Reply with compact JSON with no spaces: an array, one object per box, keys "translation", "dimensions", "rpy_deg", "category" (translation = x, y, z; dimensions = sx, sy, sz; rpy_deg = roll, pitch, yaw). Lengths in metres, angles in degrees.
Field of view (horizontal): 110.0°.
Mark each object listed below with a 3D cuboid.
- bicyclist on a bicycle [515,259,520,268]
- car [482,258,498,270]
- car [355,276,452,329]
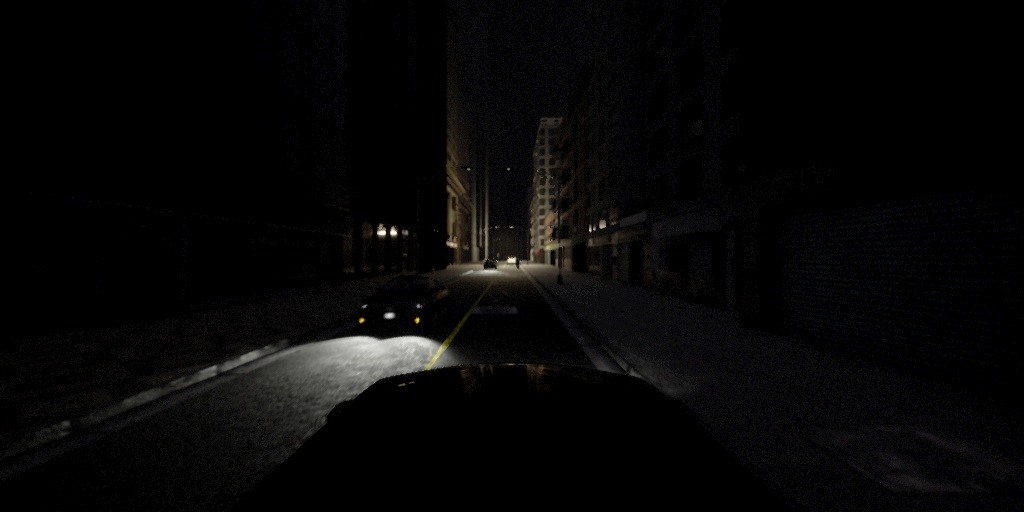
[{"translation":[0.814,1.197,49.576],"dimensions":[0.582,1.620,1.656],"rpy_deg":[0,0,0],"category":"bicyclist on a bicycle"},{"translation":[-3.085,1.234,51.615],"dimensions":[2.128,1.511,4.902],"rpy_deg":[0,0,0],"category":"car"},{"translation":[-3.102,1.316,11.057],"dimensions":[1.994,1.385,4.181],"rpy_deg":[0,0,0],"category":"car"}]
